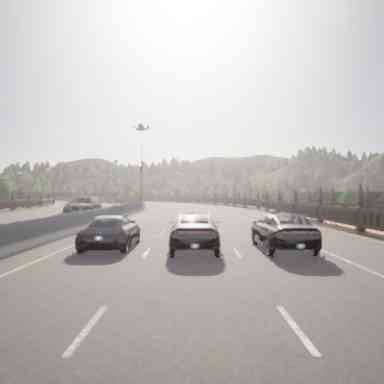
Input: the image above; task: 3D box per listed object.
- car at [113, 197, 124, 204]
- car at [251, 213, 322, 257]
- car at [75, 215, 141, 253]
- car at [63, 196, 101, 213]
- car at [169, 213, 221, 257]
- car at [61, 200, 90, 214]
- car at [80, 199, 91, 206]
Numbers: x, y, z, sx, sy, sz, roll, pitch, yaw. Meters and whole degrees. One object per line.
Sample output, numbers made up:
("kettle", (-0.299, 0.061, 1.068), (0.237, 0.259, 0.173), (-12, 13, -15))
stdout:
("car", (-16.252, 1.879, 73.453), (1.837, 1.490, 4.892), (0, 0, -19))
("car", (3.597, 1.591, 13.404), (2.128, 1.511, 4.902), (0, 0, 0))
("car", (-3.404, 1.668, 14.119), (1.994, 1.385, 4.181), (0, 0, 0))
("car", (-10.610, 1.456, 32.859), (2.150, 2.045, 5.566), (0, 0, 0))
("car", (0.095, 1.591, 13.434), (2.128, 1.511, 4.902), (0, 0, 0))
("car", (-14.184, 1.799, 40.787), (1.837, 1.490, 4.892), (0, -1, -1))
("car", (-21.423, 2.011, 66.858), (1.895, 1.301, 4.718), (0, 0, -16))
